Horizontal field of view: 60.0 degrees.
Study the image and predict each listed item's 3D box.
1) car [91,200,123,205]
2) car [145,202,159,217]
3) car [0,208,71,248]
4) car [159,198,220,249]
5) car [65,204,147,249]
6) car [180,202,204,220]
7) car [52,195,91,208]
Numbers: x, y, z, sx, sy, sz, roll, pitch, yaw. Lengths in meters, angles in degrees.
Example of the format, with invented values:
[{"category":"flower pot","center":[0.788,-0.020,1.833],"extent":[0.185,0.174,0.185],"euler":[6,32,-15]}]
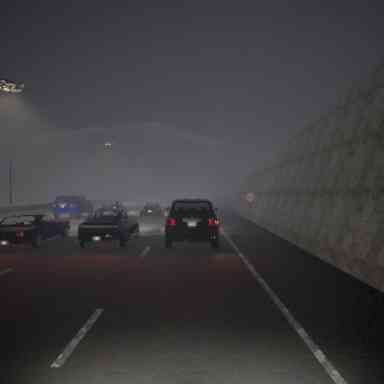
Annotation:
[{"category":"car","center":[-7.000,1.492,29.632],"extent":[2.128,1.511,4.902],"euler":[0,0,0]},{"category":"car","center":[-3.500,1.570,29.632],"extent":[1.994,1.385,4.181],"euler":[0,0,0]},{"category":"car","center":[-7.000,1.613,14.662],"extent":[1.895,1.301,4.718],"euler":[0,0,0]},{"category":"car","center":[0.000,1.255,14.662],"extent":[2.150,2.045,5.566],"euler":[0,0,0]},{"category":"car","center":[-3.500,1.492,14.632],"extent":[2.128,1.511,4.902],"euler":[0,0,0]},{"category":"car","center":[0.000,1.614,29.662],"extent":[1.895,1.301,4.718],"euler":[0,0,0]},{"category":"car","center":[-10.500,1.255,29.662],"extent":[2.150,2.045,5.566],"euler":[0,0,0]}]
